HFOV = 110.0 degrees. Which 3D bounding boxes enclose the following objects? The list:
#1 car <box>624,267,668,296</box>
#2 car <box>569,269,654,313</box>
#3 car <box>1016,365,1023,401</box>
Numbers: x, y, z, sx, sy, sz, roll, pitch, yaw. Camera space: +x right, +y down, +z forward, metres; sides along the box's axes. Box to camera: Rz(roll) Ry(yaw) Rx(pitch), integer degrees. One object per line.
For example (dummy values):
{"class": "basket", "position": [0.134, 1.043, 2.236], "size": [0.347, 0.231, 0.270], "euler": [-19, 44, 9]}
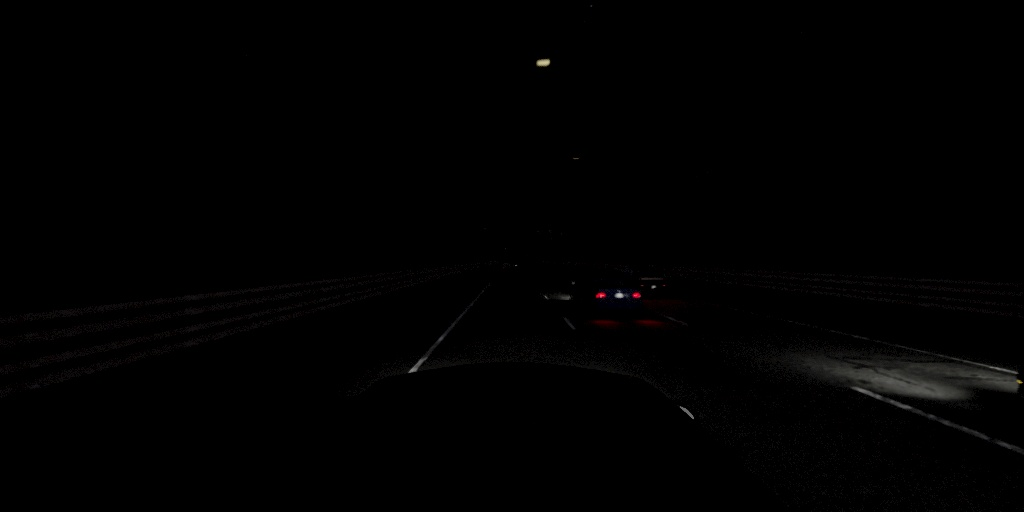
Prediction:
{"class": "car", "position": [7.099, 1.365, 20.400], "size": [2.128, 1.511, 4.902], "euler": [0, 0, 0]}
{"class": "car", "position": [3.601, 1.382, 14.546], "size": [2.033, 1.411, 5.357], "euler": [0, 0, 0]}
{"class": "car", "position": [7.101, 1.259, 2.289], "size": [1.837, 1.490, 4.892], "euler": [0, 0, 0]}
